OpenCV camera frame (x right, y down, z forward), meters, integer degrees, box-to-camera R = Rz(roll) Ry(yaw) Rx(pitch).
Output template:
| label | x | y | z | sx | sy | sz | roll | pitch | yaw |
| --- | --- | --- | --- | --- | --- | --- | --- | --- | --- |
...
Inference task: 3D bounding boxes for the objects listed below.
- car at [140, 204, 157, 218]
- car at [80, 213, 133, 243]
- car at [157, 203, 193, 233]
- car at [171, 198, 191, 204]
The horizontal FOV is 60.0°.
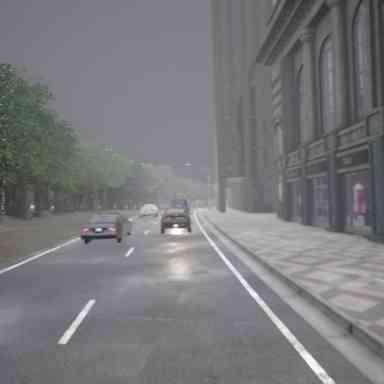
| label | x | y | z | sx | sy | sz | roll | pitch | yaw |
| --- | --- | --- | --- | --- | --- | --- | --- | --- | --- |
| car | -4.785 | 2.124 | 37.818 | 1.812 | 1.442 | 4.674 | -2 | -1 | 0 |
| car | -4.337 | 1.799 | 17.582 | 2.033 | 1.411 | 5.357 | -1 | -1 | -3 |
| car | -1.007 | 1.723 | 21.337 | 1.837 | 1.490 | 4.892 | -1 | -1 | -2 |
| car | -1.341 | 1.750 | 38.909 | 2.150 | 2.045 | 5.566 | -2 | -1 | 0 |
